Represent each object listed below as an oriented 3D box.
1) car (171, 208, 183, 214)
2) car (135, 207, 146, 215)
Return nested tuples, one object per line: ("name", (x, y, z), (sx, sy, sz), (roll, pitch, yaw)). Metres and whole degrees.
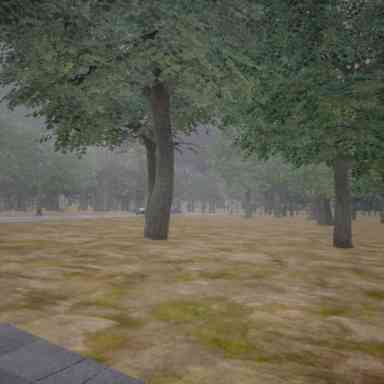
("car", (-3.874, 3.968, 69.944), (2.033, 1.411, 5.357), (0, -3, 28))
("car", (-8.510, 3.564, 61.203), (1.812, 1.442, 4.674), (0, -3, 29))
